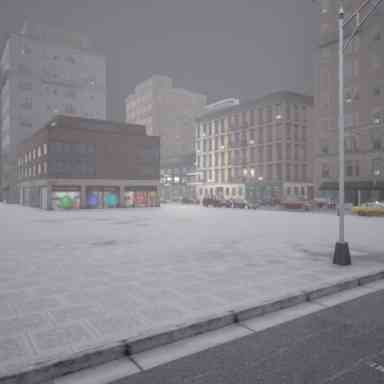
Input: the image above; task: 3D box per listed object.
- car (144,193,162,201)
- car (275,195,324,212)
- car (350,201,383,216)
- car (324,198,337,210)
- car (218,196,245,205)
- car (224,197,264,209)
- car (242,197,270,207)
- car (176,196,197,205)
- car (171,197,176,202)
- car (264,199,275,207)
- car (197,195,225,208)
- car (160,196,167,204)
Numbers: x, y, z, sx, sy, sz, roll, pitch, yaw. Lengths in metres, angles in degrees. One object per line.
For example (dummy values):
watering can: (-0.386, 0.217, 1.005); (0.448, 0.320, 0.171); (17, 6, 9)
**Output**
car: (-9.392, 1.291, 80.548); (2.192, 1.841, 5.009); (0, 0, -35)
car: (12.673, 1.360, 39.451); (2.097, 1.767, 4.553); (0, 0, -35)
car: (16.594, 1.546, 29.420); (1.752, 1.417, 4.829); (0, 0, -35)
car: (16.579, 1.421, 43.438); (1.967, 1.590, 4.097); (0, 0, -35)
car: (6.742, 1.504, 57.494); (1.752, 1.417, 4.829); (0, 0, -35)
car: (6.757, 1.569, 43.476); (2.008, 1.369, 4.403); (0, 0, -35)
car: (10.086, 1.545, 52.716); (1.947, 1.339, 4.313); (0, 0, -35)
car: (-0.309, 1.511, 58.156); (1.837, 1.490, 4.892); (0, 0, -35)
car: (-2.899, 1.527, 71.271); (2.008, 1.369, 4.403); (0, 0, -35)
car: (13.332, 1.295, 48.077); (2.192, 1.841, 5.009); (0, 0, -35)
car: (3.510, 1.332, 48.115); (2.192, 1.841, 5.009); (0, 0, -35)
car: (-6.228, 1.597, 62.032); (1.802, 1.307, 4.206); (0, 0, -35)
